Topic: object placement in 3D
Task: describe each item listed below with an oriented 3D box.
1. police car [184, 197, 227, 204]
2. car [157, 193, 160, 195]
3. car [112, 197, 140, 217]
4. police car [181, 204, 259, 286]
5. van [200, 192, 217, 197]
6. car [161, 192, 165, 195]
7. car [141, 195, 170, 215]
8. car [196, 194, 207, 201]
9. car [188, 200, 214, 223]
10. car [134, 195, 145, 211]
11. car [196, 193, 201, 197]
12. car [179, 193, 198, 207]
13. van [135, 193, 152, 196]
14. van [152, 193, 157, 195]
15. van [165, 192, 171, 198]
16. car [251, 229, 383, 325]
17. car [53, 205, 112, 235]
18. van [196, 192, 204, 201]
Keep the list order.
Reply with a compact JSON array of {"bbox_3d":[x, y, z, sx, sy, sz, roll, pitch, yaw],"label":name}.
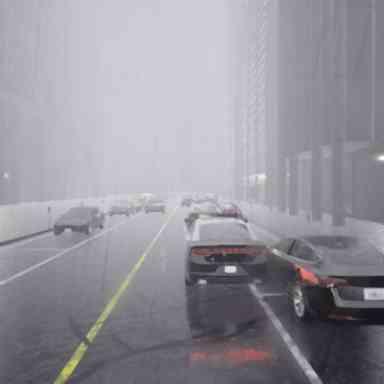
[{"bbox_3d":[0.665,1.326,19.453,1.930,1.638,5.238,0,0,-1],"label":"police car"},{"bbox_3d":[-6.399,1.176,51.994,1.967,1.590,4.097,0,0,-1],"label":"car"},{"bbox_3d":[-6.123,1.402,29.434,2.008,1.369,4.403,0,0,-1],"label":"car"},{"bbox_3d":[0.731,1.376,9.444,1.930,1.638,5.238,0,0,-1],"label":"police car"},{"bbox_3d":[2.263,1.133,40.822,1.690,1.788,3.998,0,0,-1],"label":"van"},{"bbox_3d":[-6.469,1.022,57.635,2.192,1.841,5.009,0,0,-1],"label":"car"},{"bbox_3d":[-3.486,1.340,32.340,1.837,1.490,4.892,0,0,-1],"label":"car"},{"bbox_3d":[1.919,1.213,69.025,1.947,1.339,4.313,0,0,-1],"label":"car"},{"bbox_3d":[0.593,1.396,25.343,1.812,1.442,4.674,0,0,-1],"label":"car"},{"bbox_3d":[-6.190,1.348,34.904,1.752,1.417,4.829,0,0,-1],"label":"car"},{"bbox_3d":[2.057,1.287,57.744,1.802,1.307,4.206,0,0,-1],"label":"car"},{"bbox_3d":[-0.527,1.274,45.160,1.837,1.490,4.892,0,0,0],"label":"car"},{"bbox_3d":[-6.262,1.134,40.714,1.690,1.788,3.998,0,0,-1],"label":"van"},{"bbox_3d":[-6.331,1.106,46.354,1.690,1.788,3.998,0,0,-1],"label":"van"},{"bbox_3d":[-6.745,0.932,80.197,1.690,1.788,3.998,0,0,-1],"label":"van"},{"bbox_3d":[2.677,1.529,6.982,1.947,1.339,4.313,0,0,-1],"label":"car"},{"bbox_3d":[-5.985,1.474,18.154,1.947,1.339,4.313,0,0,-1],"label":"car"},{"bbox_3d":[1.849,0.959,74.664,1.690,1.788,3.998,0,0,-1],"label":"van"}]
